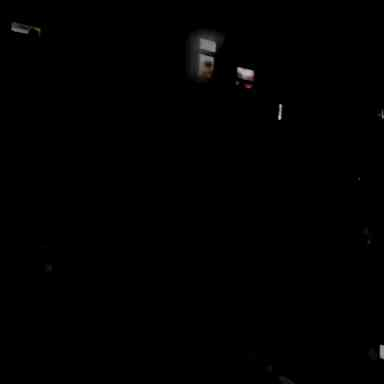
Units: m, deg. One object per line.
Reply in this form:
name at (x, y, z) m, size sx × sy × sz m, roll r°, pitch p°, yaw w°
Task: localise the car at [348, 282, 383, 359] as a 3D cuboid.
car at (4.220, 1.539, 4.755) m, size 4.313 × 1.339 × 1.947 m, roll 1°, pitch 3°, yaw -28°
